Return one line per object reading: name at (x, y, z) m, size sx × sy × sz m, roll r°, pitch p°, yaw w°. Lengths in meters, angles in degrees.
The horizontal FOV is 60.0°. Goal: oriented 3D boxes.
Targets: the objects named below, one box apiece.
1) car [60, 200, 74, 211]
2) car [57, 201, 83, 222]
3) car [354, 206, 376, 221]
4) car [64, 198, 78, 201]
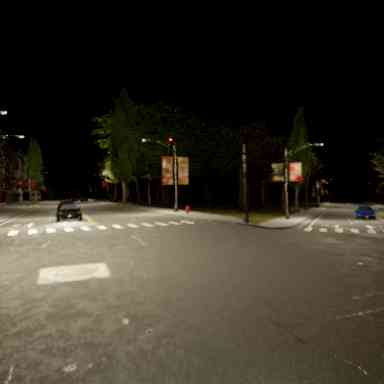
car at (-18.518, 1.970, 49.243) m, size 1.812 × 1.442 × 4.674 m, roll -1°, pitch 0°, yaw -21°
car at (-10.524, 1.757, 28.592) m, size 1.994 × 1.385 × 4.181 m, roll -1°, pitch 0°, yaw -21°
car at (18.841, 2.294, 36.257) m, size 1.882 × 1.535 × 5.008 m, roll -1°, pitch 0°, yaw 24°
car at (-14.258, 1.780, 38.177) m, size 1.882 × 1.535 × 5.008 m, roll -1°, pitch 0°, yaw -21°
